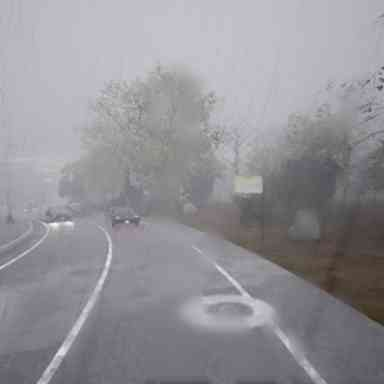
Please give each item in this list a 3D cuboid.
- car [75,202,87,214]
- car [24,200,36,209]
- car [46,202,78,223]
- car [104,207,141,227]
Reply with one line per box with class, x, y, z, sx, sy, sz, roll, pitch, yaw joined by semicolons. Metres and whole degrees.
car;-14.252;1.970;40.443;1.812;1.442;4.674;-4;1;-32
car;-32.593;2.372;66.861;2.097;1.767;4.553;-3;1;-24
car;-12.504;1.976;31.048;2.033;1.411;5.357;-3;0;-30
car;-5.141;1.704;23.912;1.895;1.301;4.718;-2;0;-23
